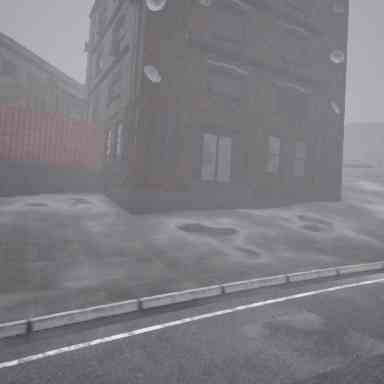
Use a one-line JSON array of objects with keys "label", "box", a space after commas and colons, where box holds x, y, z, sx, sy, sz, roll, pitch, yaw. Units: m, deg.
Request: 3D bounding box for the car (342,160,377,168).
[{"label": "car", "box": [20.980, -3.284, 42.396, 4.553, 1.767, 2.185, 2, -3, 14]}]
